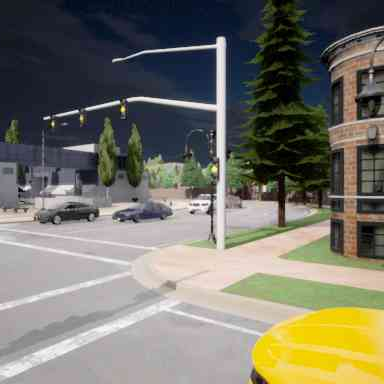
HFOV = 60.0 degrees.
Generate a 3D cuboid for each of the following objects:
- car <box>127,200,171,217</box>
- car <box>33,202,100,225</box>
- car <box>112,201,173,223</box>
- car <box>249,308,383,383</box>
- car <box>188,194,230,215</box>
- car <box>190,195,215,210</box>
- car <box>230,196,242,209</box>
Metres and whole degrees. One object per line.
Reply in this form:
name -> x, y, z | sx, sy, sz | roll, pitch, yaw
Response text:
car -> -4.072, 1.564, 31.806 | 1.994, 1.385, 4.181 | 0, 0, 31
car -> -9.081, 1.504, 24.431 | 1.837, 1.490, 4.892 | 0, 0, 35
car -> -3.697, 1.547, 25.974 | 2.033, 1.411, 5.357 | 0, 0, 35
car -> 2.768, 1.478, 1.994 | 5.008, 1.535, 1.882 | 0, 0, 36
car -> 1.677, 1.222, 34.475 | 2.150, 2.045, 5.566 | 0, 0, 28
car -> 1.373, 1.351, 42.693 | 2.097, 1.767, 4.553 | 0, 0, 17
car -> 5.789, 1.351, 45.668 | 2.097, 1.767, 4.553 | 0, 0, 12
